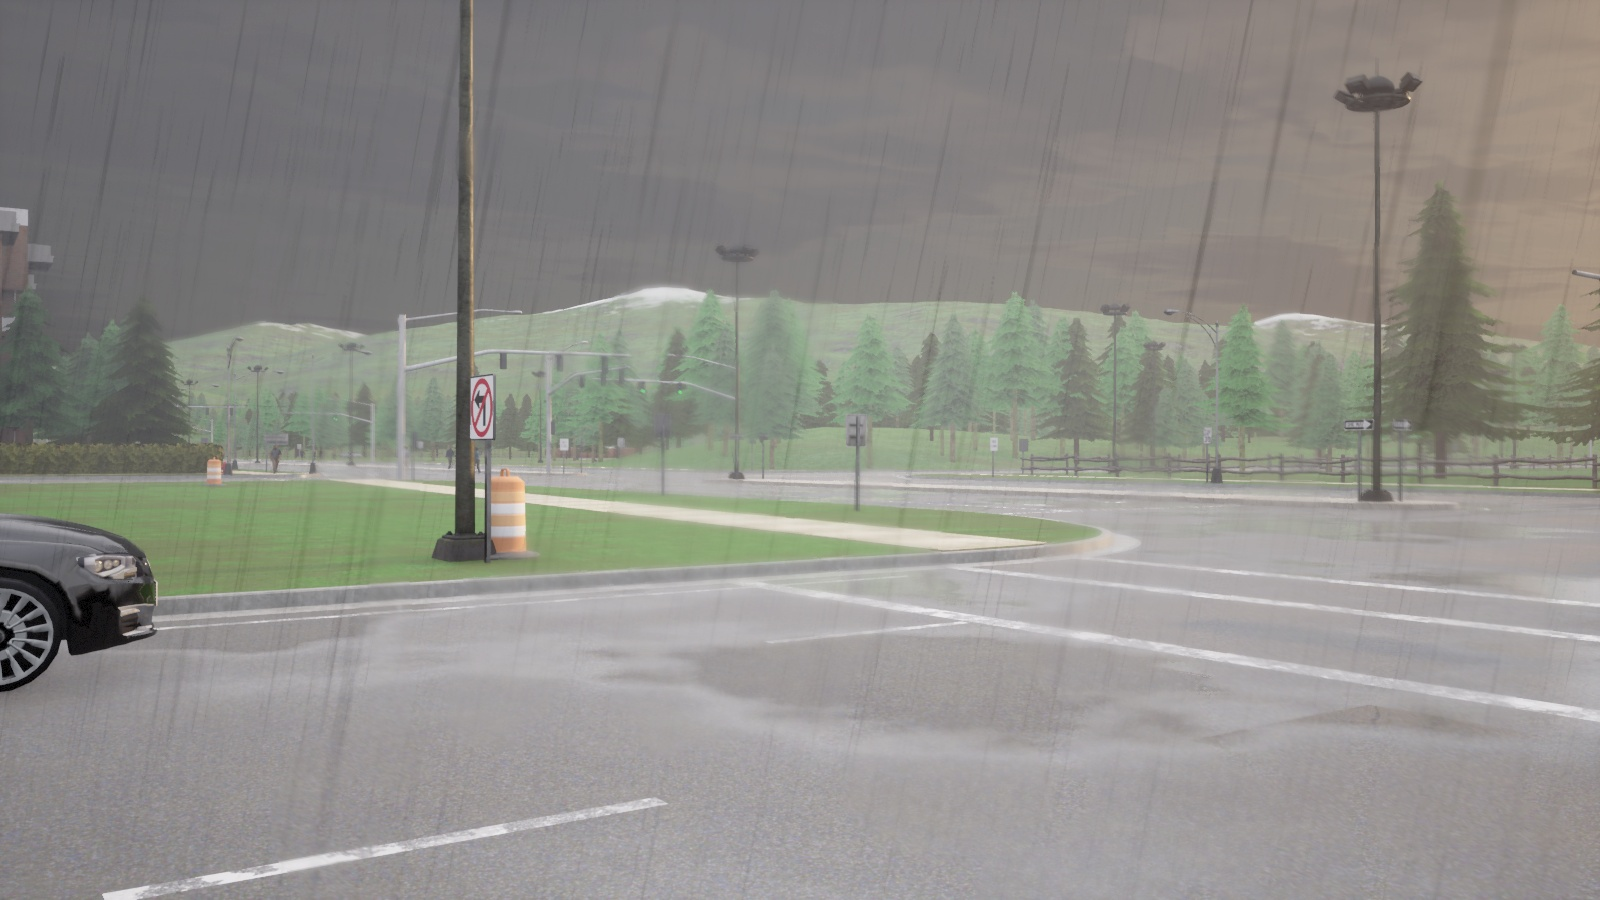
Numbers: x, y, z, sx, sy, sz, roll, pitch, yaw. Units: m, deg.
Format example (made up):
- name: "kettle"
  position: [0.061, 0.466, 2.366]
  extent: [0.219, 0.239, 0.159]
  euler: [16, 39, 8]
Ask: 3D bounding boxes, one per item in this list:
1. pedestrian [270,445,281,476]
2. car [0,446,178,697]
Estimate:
- name: "pedestrian"
  position: [-31.440, 0.635, 75.275]
  extent: [0.540, 1.848, 0.694]
  euler: [0, 0, -28]
- name: "car"
  position: [-6.631, 0.734, 7.573]
  extent: [4.902, 1.511, 2.128]
  euler: [0, 0, -35]
